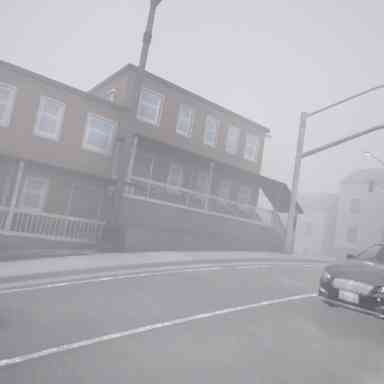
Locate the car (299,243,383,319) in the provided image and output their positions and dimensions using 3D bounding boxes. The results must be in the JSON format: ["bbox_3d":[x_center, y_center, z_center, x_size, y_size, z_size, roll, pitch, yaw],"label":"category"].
[{"bbox_3d":[4.844,1.919,7.465,4.902,1.511,2.128,8,-5,-35],"label":"car"}]

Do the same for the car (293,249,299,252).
[{"bbox_3d":[8.835,5.850,30.369,2.128,1.511,4.902,13,-16,-34],"label":"car"}]
